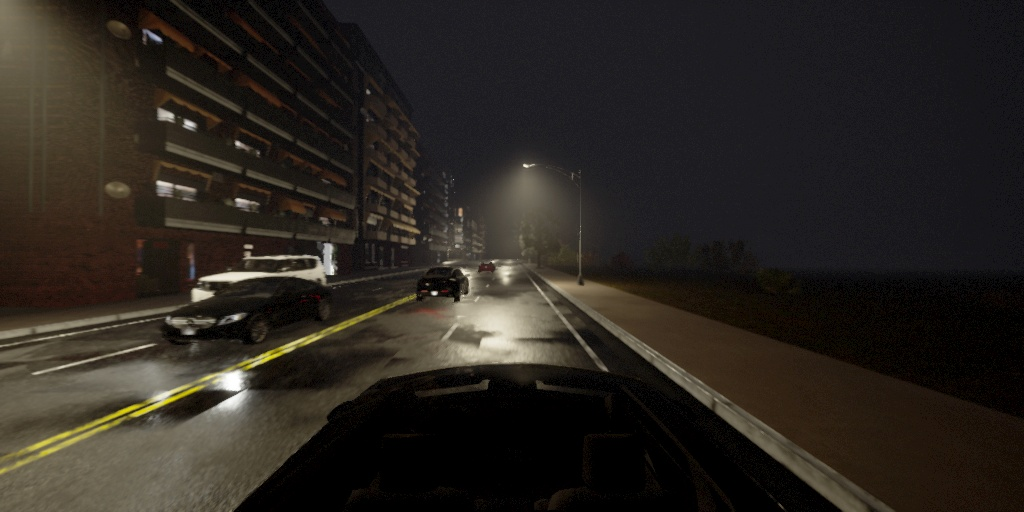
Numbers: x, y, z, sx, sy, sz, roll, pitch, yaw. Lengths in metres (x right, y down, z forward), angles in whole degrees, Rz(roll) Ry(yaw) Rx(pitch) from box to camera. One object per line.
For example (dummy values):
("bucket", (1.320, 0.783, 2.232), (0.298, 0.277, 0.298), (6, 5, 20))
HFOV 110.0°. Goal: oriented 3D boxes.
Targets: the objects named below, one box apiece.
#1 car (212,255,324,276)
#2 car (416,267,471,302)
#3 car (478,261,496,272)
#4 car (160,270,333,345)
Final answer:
("car", (-9.847, 0.983, 14.671), (2.150, 2.045, 5.566), (0, 0, 0))
("car", (-3.152, 1.259, 16.987), (1.837, 1.490, 4.892), (0, 0, 0))
("car", (-3.150, 1.315, 45.563), (1.994, 1.385, 4.181), (0, 0, 0))
("car", (-6.598, 1.283, 9.650), (1.812, 1.442, 4.674), (0, 0, 0))
